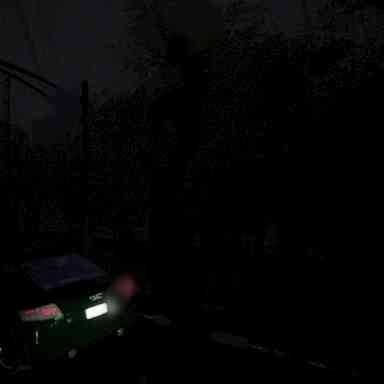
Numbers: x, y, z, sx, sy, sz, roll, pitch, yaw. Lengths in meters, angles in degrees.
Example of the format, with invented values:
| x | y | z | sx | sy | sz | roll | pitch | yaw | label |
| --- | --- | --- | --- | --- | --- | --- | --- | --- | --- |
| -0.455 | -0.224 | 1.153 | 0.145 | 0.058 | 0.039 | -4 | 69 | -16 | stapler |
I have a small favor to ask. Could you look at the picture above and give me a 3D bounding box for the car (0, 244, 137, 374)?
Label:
| x | y | z | sx | sy | sz | roll | pitch | yaw | label |
| --- | --- | --- | --- | --- | --- | --- | --- | --- | --- |
| -2.948 | 1.637 | 5.784 | 4.181 | 1.385 | 1.994 | -1 | 0 | 36 | car |
